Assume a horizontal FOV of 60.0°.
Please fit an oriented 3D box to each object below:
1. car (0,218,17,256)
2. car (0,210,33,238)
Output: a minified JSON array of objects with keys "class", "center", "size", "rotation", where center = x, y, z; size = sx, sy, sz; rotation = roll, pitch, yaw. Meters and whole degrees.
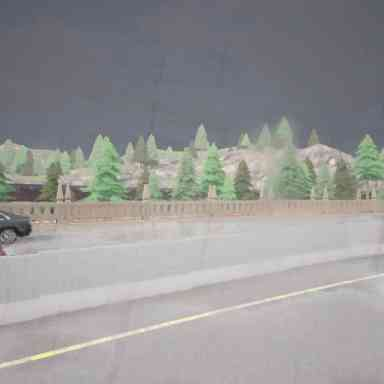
[{"class":"car","center":[-7.122,1.544,7.391],"size":[5.357,1.411,2.033],"rotation":[0,0,-36]},{"class":"car","center":[-9.512,1.504,14.201],"size":[4.892,1.490,1.837],"rotation":[0,0,-34]}]
